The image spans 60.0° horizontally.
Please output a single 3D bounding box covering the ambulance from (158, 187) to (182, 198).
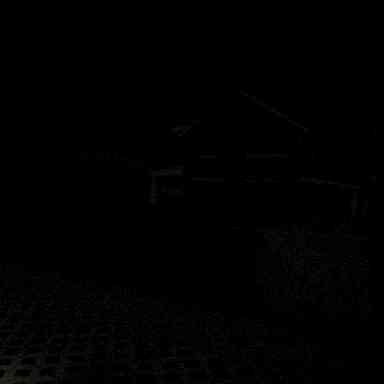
[{"bbox_3d":[-3.951,0.489,47.729,2.351,2.431,6.366,3,2,35],"label":"ambulance"}]
